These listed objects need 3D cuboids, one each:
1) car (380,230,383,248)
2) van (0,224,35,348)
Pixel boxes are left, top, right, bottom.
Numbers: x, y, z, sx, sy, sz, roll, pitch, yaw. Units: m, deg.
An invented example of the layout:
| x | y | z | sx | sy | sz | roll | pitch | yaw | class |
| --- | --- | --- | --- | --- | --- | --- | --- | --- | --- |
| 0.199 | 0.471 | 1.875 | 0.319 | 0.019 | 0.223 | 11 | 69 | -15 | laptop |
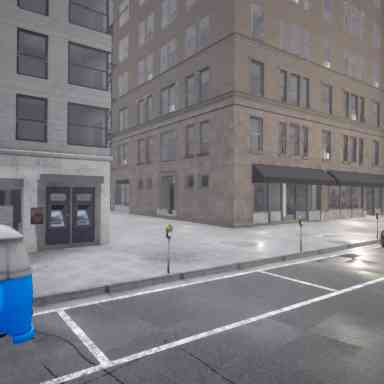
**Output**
| x | y | z | sx | sy | sz | roll | pitch | yaw | class |
| --- | --- | --- | --- | --- | --- | --- | --- | --- | --- |
| 9.373 | 1.581 | 13.457 | 4.313 | 1.339 | 1.947 | 0 | 1 | -36 | car |
| -4.006 | 1.341 | 3.892 | 3.998 | 1.788 | 1.690 | 0 | 1 | -36 | van |
